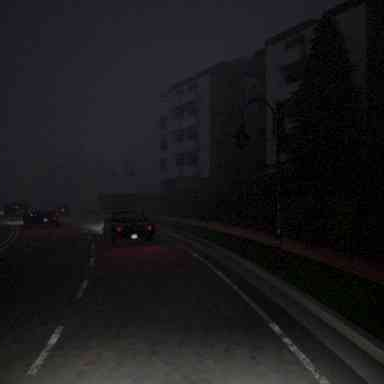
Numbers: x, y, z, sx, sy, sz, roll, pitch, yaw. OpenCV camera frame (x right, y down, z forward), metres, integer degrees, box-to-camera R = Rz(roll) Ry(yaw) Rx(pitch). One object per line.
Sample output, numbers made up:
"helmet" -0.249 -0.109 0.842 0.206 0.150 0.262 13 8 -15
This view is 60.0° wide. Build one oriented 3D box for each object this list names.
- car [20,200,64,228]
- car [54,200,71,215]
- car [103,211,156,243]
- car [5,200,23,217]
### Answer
"car" -10.149 1.528 22.306 1.812 1.442 4.674 0 0 -31
"car" -13.624 1.524 33.441 1.812 1.442 4.674 0 0 -37
"car" -3.219 1.587 16.210 1.895 1.301 4.718 0 0 -20
"car" -16.262 1.503 31.158 2.128 1.511 4.902 0 0 -36
